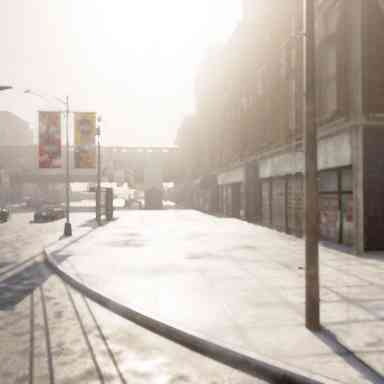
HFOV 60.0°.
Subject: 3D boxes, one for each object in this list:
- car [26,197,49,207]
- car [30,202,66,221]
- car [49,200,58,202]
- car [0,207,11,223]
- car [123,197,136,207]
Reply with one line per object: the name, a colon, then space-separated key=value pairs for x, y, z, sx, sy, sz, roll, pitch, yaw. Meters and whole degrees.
car: x=-30.954 y=1.983 z=66.044 sx=2.435 sy=2.045 sz=5.566 roll=0 pitch=-1 yaw=-7
car: x=-13.351 y=1.915 z=31.484 sx=1.994 sy=1.385 sz=4.181 roll=0 pitch=0 yaw=-7
car: x=-31.809 y=2.418 z=73.387 sx=1.895 sy=1.301 sz=4.718 roll=0 pitch=-1 yaw=-7
car: x=-16.271 y=1.677 z=26.476 sx=2.097 sy=1.767 sz=4.553 roll=0 pitch=-1 yaw=-7
car: x=-16.415 y=2.327 z=86.387 sx=2.231 sy=1.521 sz=4.892 roll=0 pitch=0 yaw=3
